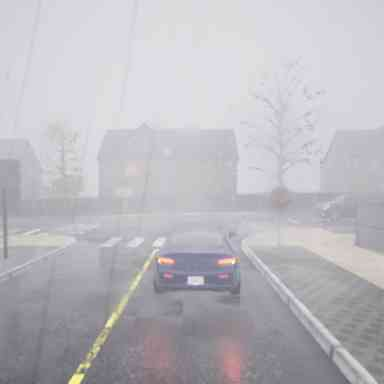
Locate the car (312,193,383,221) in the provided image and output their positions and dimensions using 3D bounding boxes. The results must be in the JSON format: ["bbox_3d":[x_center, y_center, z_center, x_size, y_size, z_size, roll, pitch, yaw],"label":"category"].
[{"bbox_3d":[10.190,0.878,21.532,4.553,1.767,2.097,-1,1,-2],"label":"car"}]

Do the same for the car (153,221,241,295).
[{"bbox_3d":[0.171,1.459,8.454,1.812,1.442,4.674,0,0,3],"label":"car"}]
